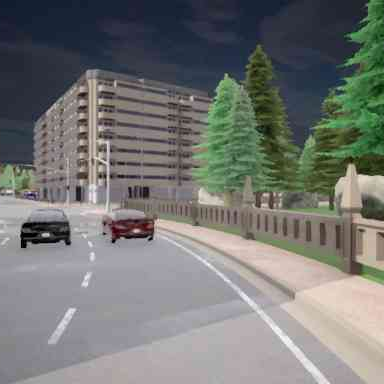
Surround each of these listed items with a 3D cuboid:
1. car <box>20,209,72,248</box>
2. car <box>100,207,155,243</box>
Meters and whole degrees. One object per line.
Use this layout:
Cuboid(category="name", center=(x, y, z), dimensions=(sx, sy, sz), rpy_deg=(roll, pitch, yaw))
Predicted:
Cuboid(category="car", center=(-6.492, 1.483, 14.939), dimensions=(1.882, 1.535, 5.008), rpy_deg=(0, 0, -22))
Cuboid(category="car", center=(-3.251, 1.483, 16.259), dimensions=(1.882, 1.535, 5.008), rpy_deg=(0, 0, -22))
